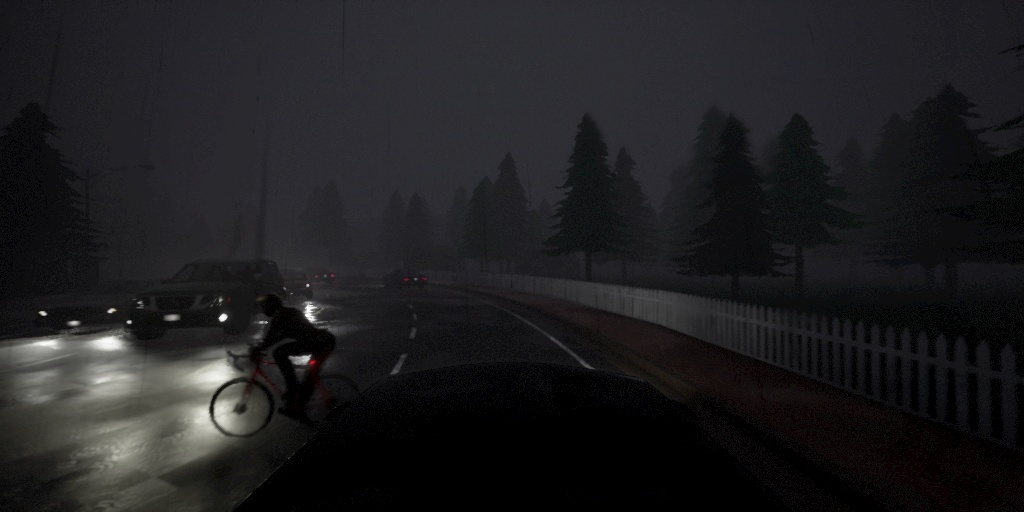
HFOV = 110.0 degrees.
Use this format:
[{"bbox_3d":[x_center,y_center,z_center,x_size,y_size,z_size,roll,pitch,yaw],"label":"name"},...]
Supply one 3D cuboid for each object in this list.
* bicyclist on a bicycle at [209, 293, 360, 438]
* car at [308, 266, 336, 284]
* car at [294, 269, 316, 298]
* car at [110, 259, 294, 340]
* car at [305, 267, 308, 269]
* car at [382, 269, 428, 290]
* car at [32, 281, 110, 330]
[{"bbox_3d":[-2.560,1.241,4.073,1.656,1.620,0.582,-1,-1,-5],"label":"bicyclist on a bicycle"},{"bbox_3d":[-17.169,1.727,31.285,5.357,1.411,2.033,-1,-1,45],"label":"car"},{"bbox_3d":[-12.299,1.623,20.073,1.895,1.301,4.718,0,-1,-31],"label":"car"},{"bbox_3d":[-8.804,1.115,11.044,2.150,2.045,5.566,0,-1,-18],"label":"car"},{"bbox_3d":[-15.366,1.560,24.100,1.882,1.535,5.008,0,-1,-38],"label":"car"},{"bbox_3d":[-7.834,1.633,25.950,2.033,1.411,5.357,0,-1,-34],"label":"car"},{"bbox_3d":[-12.783,1.469,12.206,2.033,1.411,5.357,0,-1,-20],"label":"car"}]
